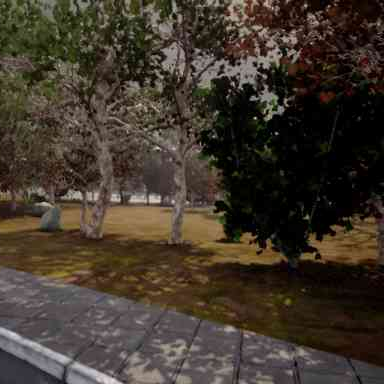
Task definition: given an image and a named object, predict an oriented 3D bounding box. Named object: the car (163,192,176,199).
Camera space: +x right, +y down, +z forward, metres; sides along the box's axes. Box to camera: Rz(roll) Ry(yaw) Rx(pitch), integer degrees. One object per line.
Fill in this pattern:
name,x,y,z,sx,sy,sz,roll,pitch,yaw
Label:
car,-5.642,0.988,95.018,2.435,2.045,5.566,6,2,41
